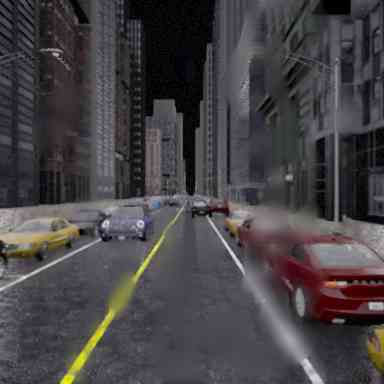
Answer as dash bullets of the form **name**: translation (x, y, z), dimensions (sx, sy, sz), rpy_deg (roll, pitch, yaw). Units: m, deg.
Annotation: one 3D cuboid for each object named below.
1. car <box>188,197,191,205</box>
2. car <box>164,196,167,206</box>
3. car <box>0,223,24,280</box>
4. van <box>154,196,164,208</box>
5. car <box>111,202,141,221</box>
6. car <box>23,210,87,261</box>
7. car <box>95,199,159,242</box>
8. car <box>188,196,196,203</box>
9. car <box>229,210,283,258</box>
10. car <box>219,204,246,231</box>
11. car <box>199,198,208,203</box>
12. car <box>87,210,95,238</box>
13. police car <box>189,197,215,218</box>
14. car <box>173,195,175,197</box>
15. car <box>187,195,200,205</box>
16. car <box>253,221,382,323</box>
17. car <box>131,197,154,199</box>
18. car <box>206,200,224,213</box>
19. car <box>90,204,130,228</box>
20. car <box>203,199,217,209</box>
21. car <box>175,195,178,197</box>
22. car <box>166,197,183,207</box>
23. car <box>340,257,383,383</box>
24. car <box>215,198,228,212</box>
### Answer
- **car**: translation (0.787, 1.715, 42.299), dimensions (1.882, 1.535, 5.008), rpy_deg (0, 0, -2)
- **car**: translation (-5.753, 1.884, 57.974), dimensions (2.008, 1.369, 4.403), rpy_deg (0, 0, 0)
- **car**: translation (-5.764, 1.605, 7.209), dimensions (1.947, 1.339, 4.313), rpy_deg (0, 0, 0)
- **van**: translation (-5.755, 1.639, 52.335), dimensions (1.690, 1.788, 3.998), rpy_deg (0, 0, 0)
- **car**: translation (-5.759, 1.688, 29.601), dimensions (1.752, 1.417, 4.829), rpy_deg (0, 0, 0)
- **car**: translation (-5.763, 1.594, 12.680), dimensions (1.752, 1.417, 4.829), rpy_deg (0, 0, 0)
- **car**: translation (-3.096, 1.444, 16.876), dimensions (2.097, 1.767, 4.553), rpy_deg (0, 0, 0)
- **car**: translation (0.018, 1.870, 82.590), dimensions (2.128, 1.511, 4.902), rpy_deg (0, 0, 0)
- **car**: translation (2.763, 1.614, 12.856), dimensions (1.887, 1.381, 4.507), rpy_deg (0, 0, 0)
- **car**: translation (2.764, 1.627, 18.667), dimensions (1.752, 1.417, 4.829), rpy_deg (0, 0, 0)
- **car**: translation (2.777, 2.044, 80.540), dimensions (1.947, 1.339, 4.313), rpy_deg (0, 0, 0)
- **car**: translation (-5.762, 1.667, 18.490), dimensions (1.947, 1.339, 4.313), rpy_deg (0, 0, 0)
- **police car**: translation (0.893, 1.605, 32.437), dimensions (1.930, 1.638, 5.238), rpy_deg (0, 0, 0)
- **car**: translation (-5.751, 1.757, 74.898), dimensions (2.192, 1.841, 5.009), rpy_deg (0, 0, 0)
- **car**: translation (0.015, 1.874, 66.893), dimensions (2.128, 1.511, 4.902), rpy_deg (0, 0, 0)
- **car**: translation (2.761, 1.584, 7.215), dimensions (1.887, 1.381, 4.507), rpy_deg (0, 0, 0)
- **car**: translation (-5.759, 1.511, 35.413), dimensions (2.192, 1.841, 5.009), rpy_deg (0, 0, 0)
- **car**: translation (2.768, 1.780, 41.058), dimensions (2.008, 1.369, 4.403), rpy_deg (0, 0, 0)
- **car**: translation (-5.760, 1.656, 23.961), dimensions (1.752, 1.417, 4.829), rpy_deg (0, 0, 0)
- **car**: translation (2.771, 1.848, 52.338), dimensions (2.008, 1.369, 4.403), rpy_deg (0, 0, 0)
- **car**: translation (-5.746, 2.117, 91.818), dimensions (1.947, 1.339, 4.313), rpy_deg (0, 0, 0)
- **car**: translation (-3.039, 1.934, 57.968), dimensions (1.895, 1.301, 4.718), rpy_deg (0, 0, 1)
- **car**: translation (2.760, 1.535, 1.745), dimensions (1.752, 1.417, 4.829), rpy_deg (0, 0, 0)
- **car**: translation (2.766, 1.511, 35.419), dimensions (2.192, 1.841, 5.009), rpy_deg (0, 0, 0)
